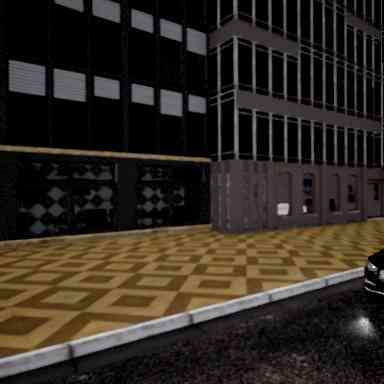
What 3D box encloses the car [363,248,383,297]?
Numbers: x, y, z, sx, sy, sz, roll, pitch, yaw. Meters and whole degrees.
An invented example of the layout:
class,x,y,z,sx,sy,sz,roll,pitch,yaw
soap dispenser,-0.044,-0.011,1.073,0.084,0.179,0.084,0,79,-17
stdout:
class,x,y,z,sx,sy,sz,roll,pitch,yaw
car,5.746,1.492,7.427,4.902,1.511,2.128,0,0,-35
